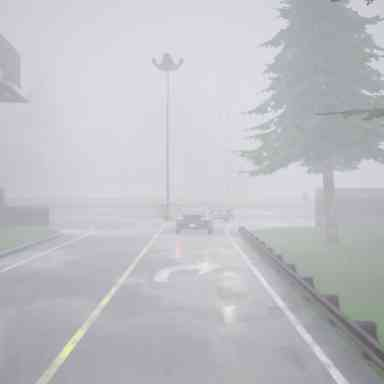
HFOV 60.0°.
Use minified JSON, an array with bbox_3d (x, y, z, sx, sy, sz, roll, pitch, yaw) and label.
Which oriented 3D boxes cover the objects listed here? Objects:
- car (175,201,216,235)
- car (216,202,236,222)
[{"bbox_3d":[0.209,1.403,17.966,1.812,1.442,4.674,0,0,5],"label":"car"},{"bbox_3d":[1.125,1.392,24.139,2.033,1.411,5.357,0,1,-24],"label":"car"}]
